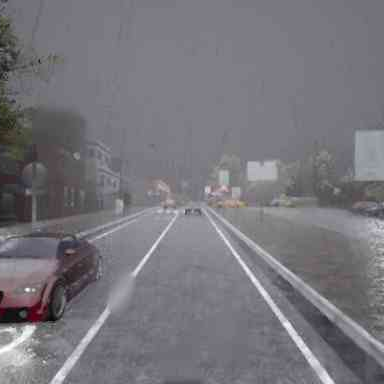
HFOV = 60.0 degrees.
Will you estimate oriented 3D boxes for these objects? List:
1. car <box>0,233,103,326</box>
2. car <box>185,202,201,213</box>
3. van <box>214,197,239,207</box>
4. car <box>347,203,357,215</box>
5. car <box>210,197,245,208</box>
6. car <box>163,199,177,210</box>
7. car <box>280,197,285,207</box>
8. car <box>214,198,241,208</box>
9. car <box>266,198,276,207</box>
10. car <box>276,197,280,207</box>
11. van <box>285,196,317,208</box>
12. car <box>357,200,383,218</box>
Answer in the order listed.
[{"bbox_3d":[-3.345,1.610,7.179,1.994,1.385,4.181,0,0,0],"label":"car"},{"bbox_3d":[0.120,1.839,40.307,1.895,1.301,4.718,0,-1,0],"label":"car"},{"bbox_3d":[6.382,1.863,62.070,4.442,1.987,1.878,0,-2,0],"label":"van"},{"bbox_3d":[18.707,1.703,34.761,4.674,1.452,2.002,0,0,0],"label":"car"},{"bbox_3d":[6.125,1.936,56.109,5.366,1.575,1.946,0,-1,0],"label":"car"},{"bbox_3d":[-3.297,1.831,50.238,1.812,1.442,4.674,1,0,0],"label":"car"},{"bbox_3d":[18.747,1.991,58.348,5.366,1.575,1.946,0,-1,0],"label":"car"},{"bbox_3d":[6.319,1.881,59.030,4.553,1.767,2.185,0,-1,0],"label":"car"},{"bbox_3d":[18.471,1.978,66.729,5.566,2.045,2.435,0,-2,-1],"label":"car"},{"bbox_3d":[18.727,2.059,61.008,5.366,1.575,1.946,0,-2,0],"label":"car"},{"bbox_3d":[18.466,1.704,55.558,4.442,1.987,1.878,0,-1,0],"label":"van"},{"bbox_3d":[18.776,1.517,31.592,4.553,1.767,2.185,0,0,0],"label":"car"}]
